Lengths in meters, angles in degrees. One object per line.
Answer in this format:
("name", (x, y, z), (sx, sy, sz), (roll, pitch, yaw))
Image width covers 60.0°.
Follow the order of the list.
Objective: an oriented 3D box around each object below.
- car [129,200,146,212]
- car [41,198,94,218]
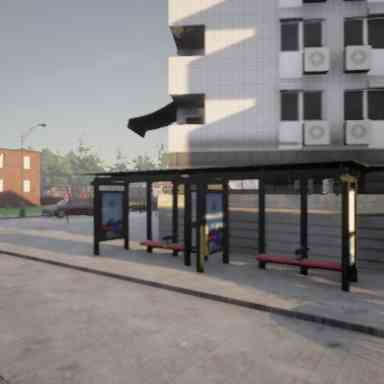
("car", (-5.350, 1.611, 38.299), (1.895, 1.301, 4.718), (0, 0, 36))
("car", (-11.179, 1.362, 30.119), (2.097, 1.767, 4.553), (0, 0, 36))
